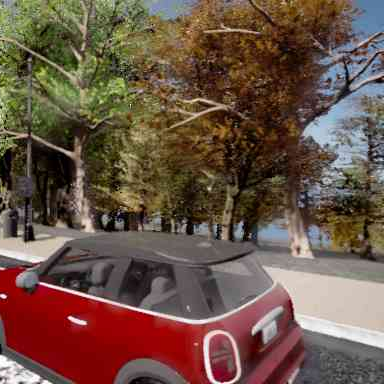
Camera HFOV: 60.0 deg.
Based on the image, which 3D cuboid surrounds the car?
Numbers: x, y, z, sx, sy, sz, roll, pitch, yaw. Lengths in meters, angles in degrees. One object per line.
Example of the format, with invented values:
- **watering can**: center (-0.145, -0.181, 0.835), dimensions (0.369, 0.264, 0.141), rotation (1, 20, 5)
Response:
- **car**: center (-0.986, 1.326, 4.390), dimensions (4.553, 1.767, 2.097), rotation (1, 0, 36)
